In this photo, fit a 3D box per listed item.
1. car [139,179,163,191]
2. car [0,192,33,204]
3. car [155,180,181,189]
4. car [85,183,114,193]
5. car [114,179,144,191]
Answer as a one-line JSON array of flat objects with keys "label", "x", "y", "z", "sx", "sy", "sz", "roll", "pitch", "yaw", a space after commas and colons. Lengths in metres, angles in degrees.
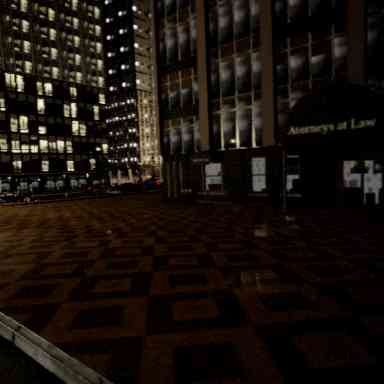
[{"label": "car", "x": -6.047, "y": -0.921, "z": 55.286, "sx": 1.947, "sy": 1.339, "sz": 4.313, "roll": 0, "pitch": 4, "yaw": 41}, {"label": "car", "x": -20.579, "y": 0.622, "z": 38.087, "sx": 2.008, "sy": 1.369, "sz": 4.403, "roll": 0, "pitch": 4, "yaw": 41}, {"label": "car", "x": -4.355, "y": -1.422, "z": 61.336, "sx": 1.837, "sy": 1.490, "sz": 4.892, "roll": 1, "pitch": 3, "yaw": 41}, {"label": "car", "x": -16.080, "y": -0.782, "z": 56.445, "sx": 1.967, "sy": 1.590, "sz": 4.097, "roll": 0, "pitch": 4, "yaw": 41}, {"label": "car", "x": -11.243, "y": -0.934, "z": 58.000, "sx": 2.033, "sy": 1.411, "sz": 5.357, "roll": 1, "pitch": 5, "yaw": 41}]
